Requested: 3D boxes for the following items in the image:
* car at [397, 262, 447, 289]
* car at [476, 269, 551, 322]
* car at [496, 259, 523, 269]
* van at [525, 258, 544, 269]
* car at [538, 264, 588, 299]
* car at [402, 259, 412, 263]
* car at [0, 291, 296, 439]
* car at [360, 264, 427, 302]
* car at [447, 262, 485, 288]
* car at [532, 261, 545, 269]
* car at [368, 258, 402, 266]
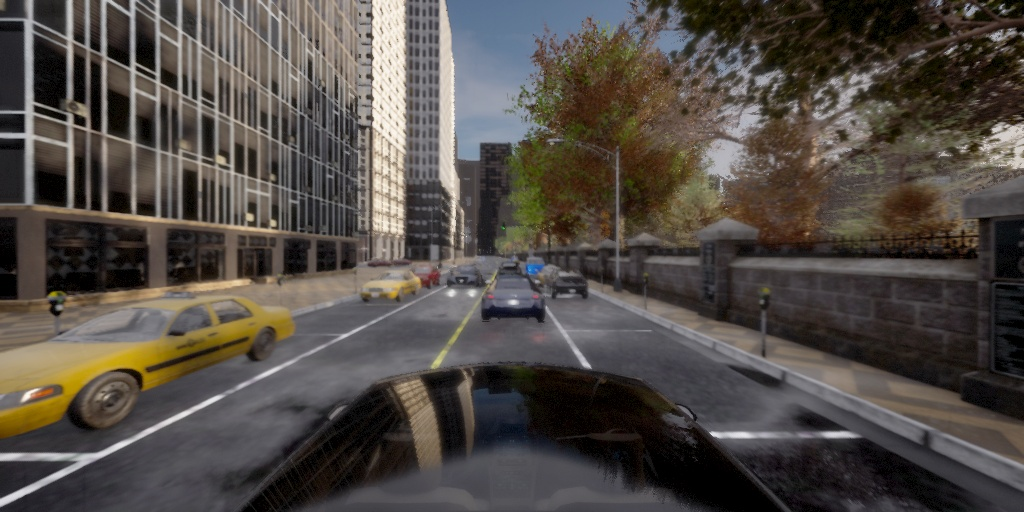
[{"bbox_3d":[-5.629,1.271,22.738,1.888,1.381,4.507,0,0,-1],"label":"car"},{"bbox_3d":[0.031,1.302,12.264,1.994,1.385,4.181,0,0,0],"label":"car"},{"bbox_3d":[-0.173,1.221,28.835,1.837,1.490,4.892,0,0,-1],"label":"car"},{"bbox_3d":[2.200,1.050,34.599,1.690,1.789,3.998,0,0,-1],"label":"van"},{"bbox_3d":[2.602,1.282,17.730,2.007,1.370,4.403,0,0,-1],"label":"car"},{"bbox_3d":[-19.006,1.054,60.623,4.207,1.307,1.802,0,0,3],"label":"car"},{"bbox_3d":[-5.475,1.272,5.633,1.751,1.417,4.829,0,0,0],"label":"car"},{"bbox_3d":[-5.560,1.259,16.925,1.751,1.417,4.829,0,0,-1],"label":"car"},{"bbox_3d":[-3.035,1.289,23.478,1.994,1.385,4.181,0,0,-1],"label":"car"},{"bbox_3d":[2.531,1.250,23.524,1.751,1.417,4.829,0,0,-1],"label":"car"},{"bbox_3d":[-18.901,1.088,52.510,4.207,1.307,1.802,0,0,3],"label":"car"}]
